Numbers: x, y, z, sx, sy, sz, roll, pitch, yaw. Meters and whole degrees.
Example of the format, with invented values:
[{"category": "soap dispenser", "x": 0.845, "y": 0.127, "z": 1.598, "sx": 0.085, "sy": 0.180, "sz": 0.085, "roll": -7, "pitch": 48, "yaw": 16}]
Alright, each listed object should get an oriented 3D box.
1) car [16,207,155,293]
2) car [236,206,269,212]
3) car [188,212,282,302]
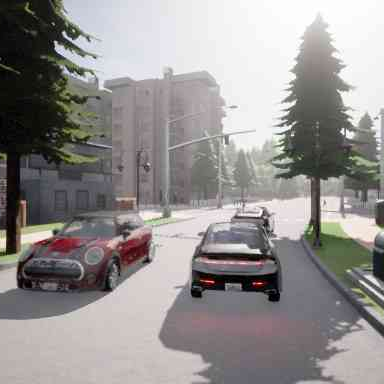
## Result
[{"category": "car", "x": -2.548, "y": 1.352, "z": 9.053, "sx": 2.097, "sy": 1.767, "sz": 4.553, "roll": 0, "pitch": 0, "yaw": 10}, {"category": "car", "x": 3.242, "y": 1.491, "z": 17.473, "sx": 2.128, "sy": 1.511, "sz": 4.902, "roll": 0, "pitch": 0, "yaw": 18}, {"category": "car", "x": 1.111, "y": 1.492, "z": 8.367, "sx": 2.128, "sy": 1.511, "sz": 4.902, "roll": 0, "pitch": 0, "yaw": 9}]
